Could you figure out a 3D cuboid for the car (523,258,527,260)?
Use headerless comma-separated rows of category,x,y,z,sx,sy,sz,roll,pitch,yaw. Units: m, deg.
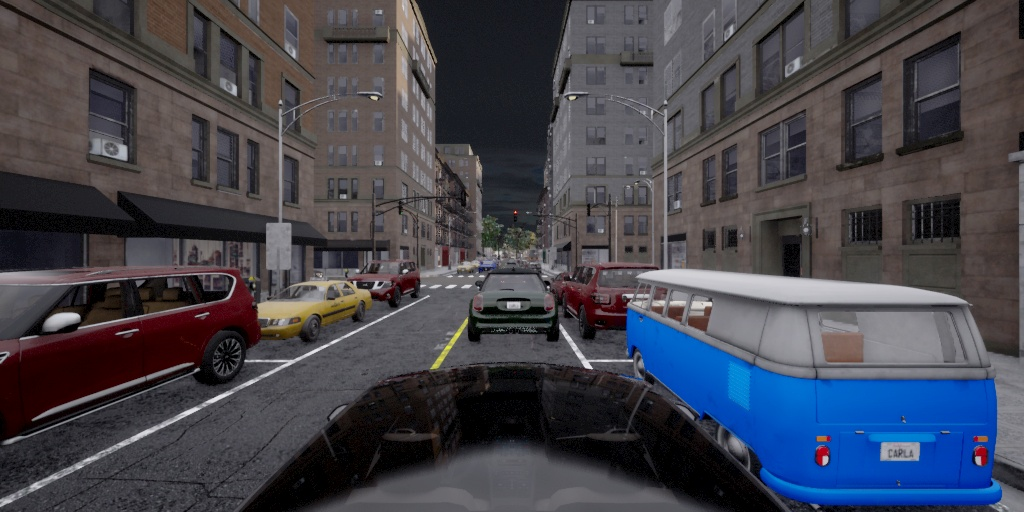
car,2.584,1.300,42.652,2.007,1.370,4.403,0,0,0

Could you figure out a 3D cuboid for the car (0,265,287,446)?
car,-5.401,1.065,4.277,2.192,1.841,5.009,0,0,0

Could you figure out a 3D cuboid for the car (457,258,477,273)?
car,-5.469,1.274,42.471,1.751,1.417,4.829,0,0,0

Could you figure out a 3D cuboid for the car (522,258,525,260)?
car,2.576,1.294,48.133,1.888,1.381,4.507,0,0,0

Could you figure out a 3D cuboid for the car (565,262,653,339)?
car,2.627,1.065,9.964,2.192,1.841,5.009,0,0,0

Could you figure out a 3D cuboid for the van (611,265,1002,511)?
van,2.635,1.091,4.285,1.690,1.789,3.998,0,0,0

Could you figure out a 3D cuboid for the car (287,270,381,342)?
car,-5.410,1.275,9.784,1.751,1.417,4.829,0,0,0

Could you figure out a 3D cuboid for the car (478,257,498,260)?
car,-2.898,1.227,42.887,1.882,1.535,5.008,0,0,0

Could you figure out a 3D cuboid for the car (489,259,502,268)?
car,-2.896,1.315,62.914,1.994,1.385,4.181,0,0,0

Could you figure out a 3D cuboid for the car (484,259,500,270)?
car,-2.909,1.241,52.854,2.128,1.511,4.902,0,0,0

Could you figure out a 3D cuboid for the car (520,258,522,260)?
car,2.569,1.300,53.615,2.007,1.370,4.403,0,0,0

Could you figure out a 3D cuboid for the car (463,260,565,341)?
car,0.023,1.102,10.001,2.097,1.767,4.553,0,0,0

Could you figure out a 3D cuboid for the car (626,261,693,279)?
car,12.599,1.178,30.809,4.902,1.511,2.128,0,0,0

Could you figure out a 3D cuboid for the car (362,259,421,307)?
car,-5.418,1.064,15.633,2.192,1.841,5.009,0,0,0
